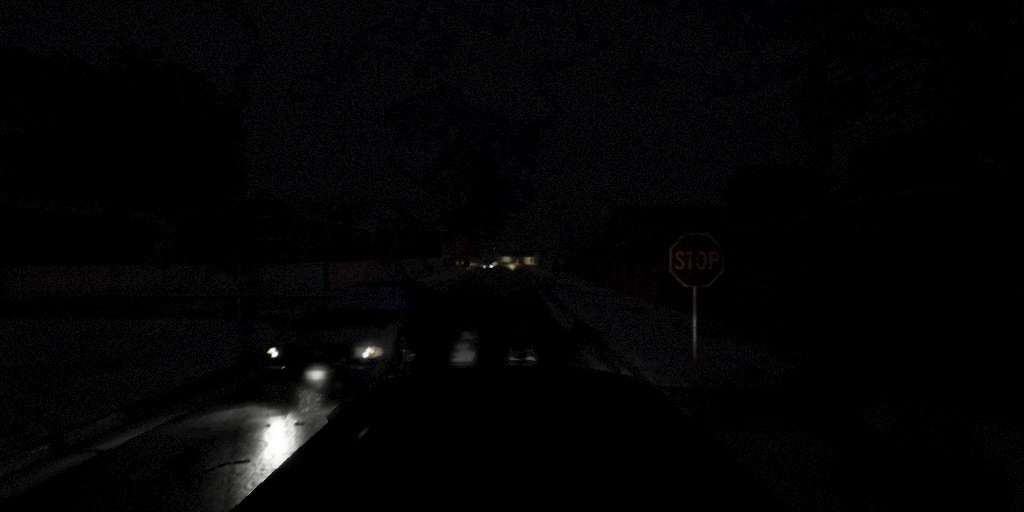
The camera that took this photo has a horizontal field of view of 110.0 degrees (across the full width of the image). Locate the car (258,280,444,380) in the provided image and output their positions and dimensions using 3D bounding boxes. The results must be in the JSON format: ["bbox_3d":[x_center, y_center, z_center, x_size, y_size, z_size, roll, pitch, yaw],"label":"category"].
[{"bbox_3d":[-2.755,1.254,7.706,2.033,1.411,5.357,0,1,0],"label":"car"}]
